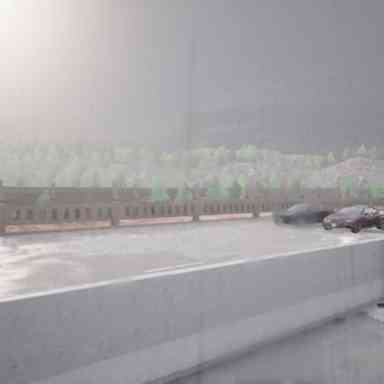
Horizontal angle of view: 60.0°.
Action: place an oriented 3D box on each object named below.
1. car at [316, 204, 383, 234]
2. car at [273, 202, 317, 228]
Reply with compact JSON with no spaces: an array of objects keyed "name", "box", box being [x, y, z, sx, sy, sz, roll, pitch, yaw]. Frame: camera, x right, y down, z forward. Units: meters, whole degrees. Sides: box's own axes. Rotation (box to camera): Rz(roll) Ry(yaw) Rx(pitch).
[{"name":"car","box":[9.605,1.527,19.453,4.674,1.442,1.812,0,0,-36]},{"name":"car","box":[7.571,1.479,22.302,5.008,1.535,1.882,0,0,-36]}]
